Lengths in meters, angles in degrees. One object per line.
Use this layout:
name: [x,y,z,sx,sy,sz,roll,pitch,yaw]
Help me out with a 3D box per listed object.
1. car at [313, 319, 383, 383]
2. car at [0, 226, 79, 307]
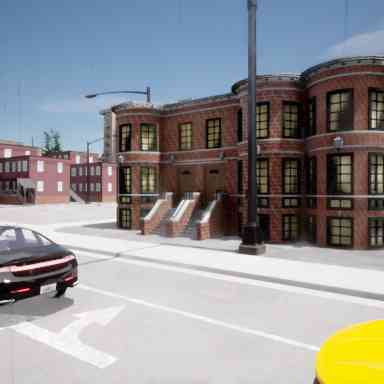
car: [3.228,1.478,1.692,5.008,1.535,1.882,0,0,36]
car: [-4.540,1.491,7.241,4.902,1.511,2.128,0,0,34]
